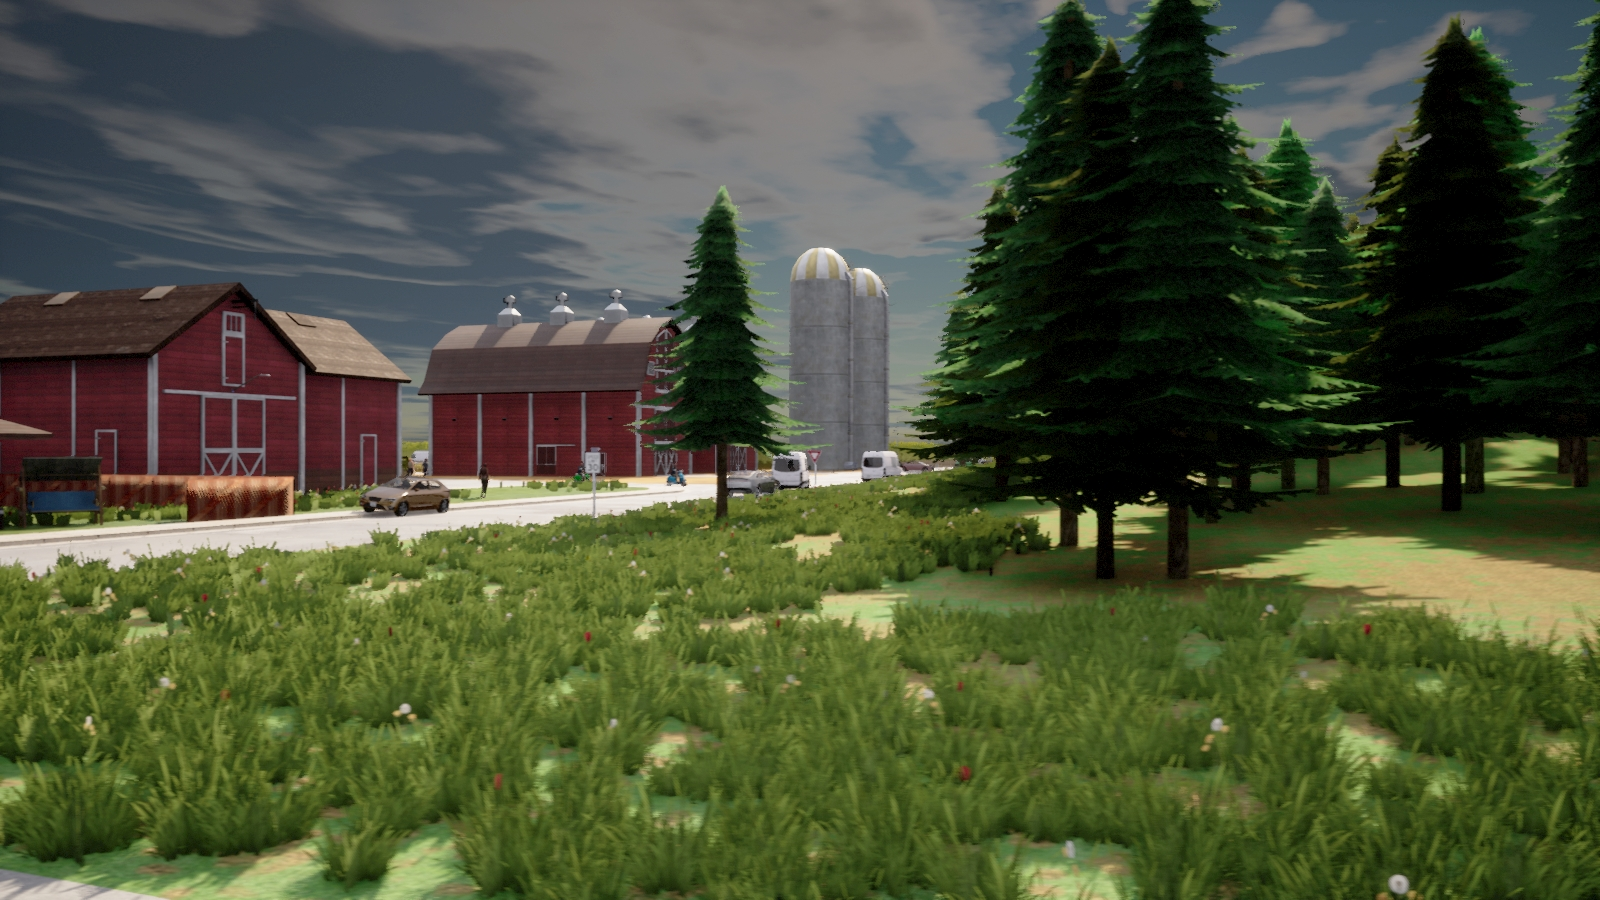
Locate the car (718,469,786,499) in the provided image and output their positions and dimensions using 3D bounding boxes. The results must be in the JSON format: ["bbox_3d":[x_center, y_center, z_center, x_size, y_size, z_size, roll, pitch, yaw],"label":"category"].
[{"bbox_3d":[-2.671,1.890,64.630,2.128,1.511,4.902,0,0,20],"label":"car"}]

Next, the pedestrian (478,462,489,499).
[{"bbox_3d":[-15.923,1.521,57.478,0.375,1.860,0.375,0,0,15],"label":"pedestrian"}]
